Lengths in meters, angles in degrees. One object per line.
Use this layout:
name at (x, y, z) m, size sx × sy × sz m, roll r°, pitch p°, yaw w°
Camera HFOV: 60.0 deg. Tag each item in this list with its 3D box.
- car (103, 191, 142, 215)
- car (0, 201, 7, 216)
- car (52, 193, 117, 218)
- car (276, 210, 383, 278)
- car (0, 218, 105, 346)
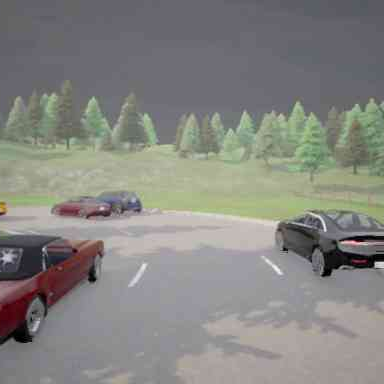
car at (-5.998, 0.670, 24.940) m, size 4.553 × 1.767 × 2.097 m, roll 1°, pitch 2°, yaw 32°
car at (-14.007, 0.903, 20.496) m, size 5.008 × 1.535 × 1.882 m, roll 0°, pitch 1°, yaw 11°
car at (-7.260, 0.966, 21.739) m, size 4.181 × 1.385 × 1.994 m, roll 1°, pitch 2°, yaw 34°
car at (3.834, 1.241, 9.373) m, size 2.128 × 1.511 × 4.902 m, roll 0°, pitch 2°, yaw -3°
car at (-3.088, 1.429, 6.079) m, size 1.895 × 1.301 × 4.718 m, roll 0°, pitch 1°, yaw 1°
